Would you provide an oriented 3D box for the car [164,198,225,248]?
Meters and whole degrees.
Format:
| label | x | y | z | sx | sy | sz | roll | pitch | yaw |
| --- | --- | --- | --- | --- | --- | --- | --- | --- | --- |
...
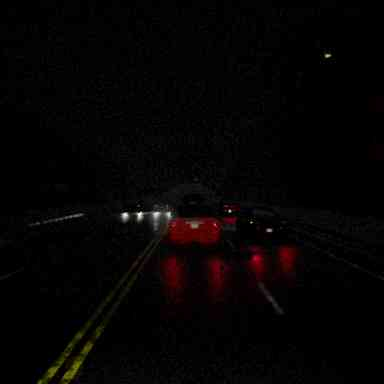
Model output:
| label | x | y | z | sx | sy | sz | roll | pitch | yaw |
| --- | --- | --- | --- | --- | --- | --- | --- | --- | --- |
| car | 0.106 | 1.298 | 14.651 | 2.097 | 1.767 | 4.553 | 0 | 0 | 0 |

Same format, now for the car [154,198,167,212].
| label | x | y | z | sx | sy | sz | roll | pitch | yaw |
| --- | --- | --- | --- | --- | --- | --- | --- | --- | --- |
| car | -3.298 | 1.523 | 38.830 | 1.837 | 1.490 | 4.892 | 0 | -1 | 0 |

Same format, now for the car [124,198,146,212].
| label | x | y | z | sx | sy | sz | roll | pitch | yaw |
| --- | --- | --- | --- | --- | --- | --- | --- | --- | --- |
| car | -6.549 | 1.491 | 38.400 | 1.882 | 1.535 | 5.008 | 0 | -1 | 0 |

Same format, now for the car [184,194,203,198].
| label | x | y | z | sx | sy | sz | roll | pitch | yaw |
| --- | --- | --- | --- | --- | --- | --- | --- | --- | --- |
| car | 0.133 | 1.183 | 31.035 | 2.150 | 2.045 | 5.566 | 0 | 0 | 0 |

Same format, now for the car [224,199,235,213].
| label | x | y | z | sx | sy | sz | roll | pitch | yaw |
| --- | --- | --- | --- | --- | --- | --- | --- | --- | --- |
| car | 3.383 | 1.472 | 32.169 | 1.837 | 1.490 | 4.892 | 0 | 0 | 0 |

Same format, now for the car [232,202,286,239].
| label | x | y | z | sx | sy | sz | roll | pitch | yaw |
| --- | --- | --- | --- | --- | --- | --- | --- | --- | --- |
| car | 3.363 | 1.468 | 16.730 | 1.812 | 1.442 | 4.674 | 0 | 0 | 0 |
